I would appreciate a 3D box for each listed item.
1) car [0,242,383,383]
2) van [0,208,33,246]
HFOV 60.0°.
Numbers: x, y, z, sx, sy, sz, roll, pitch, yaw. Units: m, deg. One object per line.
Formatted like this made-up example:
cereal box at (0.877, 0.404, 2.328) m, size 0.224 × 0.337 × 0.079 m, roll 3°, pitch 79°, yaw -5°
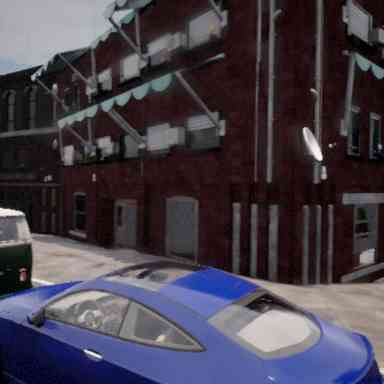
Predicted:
car at (-0.545, 1.518, 3.624) m, size 4.674 × 1.452 × 2.002 m, roll 0°, pitch 0°, yaw 35°
van at (-5.223, 1.272, 6.832) m, size 4.442 × 1.987 × 1.878 m, roll 0°, pitch 0°, yaw 34°
